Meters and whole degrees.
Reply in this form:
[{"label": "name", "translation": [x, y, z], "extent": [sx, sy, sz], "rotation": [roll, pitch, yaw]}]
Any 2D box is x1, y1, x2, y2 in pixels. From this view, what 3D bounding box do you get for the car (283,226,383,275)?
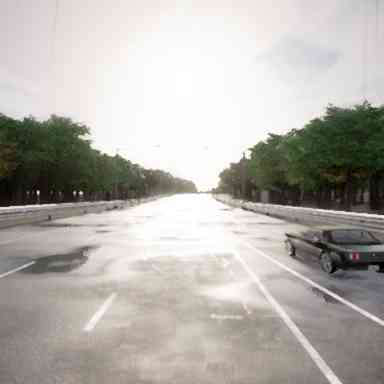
[{"label": "car", "translation": [4.736, 1.797, 11.224], "extent": [1.895, 1.301, 4.718], "rotation": [1, -1, -5]}]
